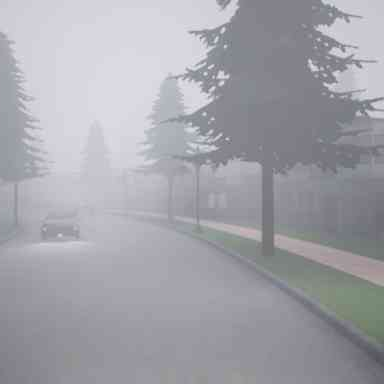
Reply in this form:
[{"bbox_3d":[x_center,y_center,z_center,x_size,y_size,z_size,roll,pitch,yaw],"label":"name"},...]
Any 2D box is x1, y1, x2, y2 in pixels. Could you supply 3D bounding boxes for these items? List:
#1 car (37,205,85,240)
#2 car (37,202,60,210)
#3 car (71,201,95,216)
[{"bbox_3d":[-7.099,1.682,18.245,2.033,1.411,5.357,0,0,-19],"label":"car"},{"bbox_3d":[-18.706,1.923,43.739,1.895,1.301,4.718,0,-1,-45],"label":"car"},{"bbox_3d":[-12.010,1.738,35.693,1.882,1.535,5.008,0,0,-35],"label":"car"}]
